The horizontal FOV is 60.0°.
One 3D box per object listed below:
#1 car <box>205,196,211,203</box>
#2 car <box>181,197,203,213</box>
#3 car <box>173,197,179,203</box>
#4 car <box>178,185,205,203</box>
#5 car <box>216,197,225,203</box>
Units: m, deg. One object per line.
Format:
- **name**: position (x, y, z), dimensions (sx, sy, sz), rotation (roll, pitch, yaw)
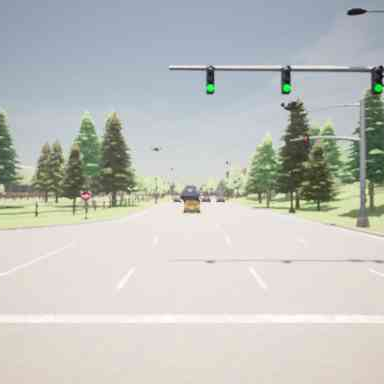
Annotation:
- **car**: position (3.474, 1.737, 81.009), dimensions (2.097, 1.767, 4.553), rotation (0, 0, 0)
- **car**: position (-0.012, 1.666, 39.592), dimensions (1.882, 1.535, 5.008), rotation (0, 0, 0)
- **car**: position (-3.526, 1.935, 81.003), dimensions (1.994, 1.385, 4.181), rotation (0, 0, 0)
- **car**: position (-0.025, 0.288, 39.895), dimensions (2.097, 1.767, 4.553), rotation (3, -10, 6)
- **car**: position (6.974, 1.907, 81.039), dimensions (2.128, 1.511, 4.902), rotation (0, 0, 0)
